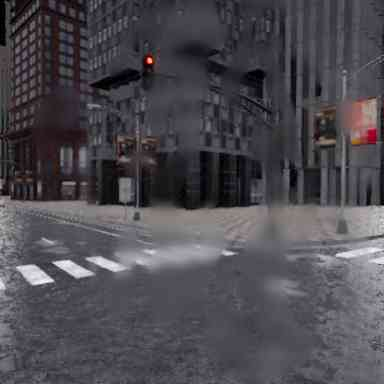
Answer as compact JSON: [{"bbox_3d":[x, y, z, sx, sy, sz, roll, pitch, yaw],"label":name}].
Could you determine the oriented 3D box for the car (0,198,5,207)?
[{"bbox_3d":[-28.635,1.515,48.768,1.812,1.442,4.674,0,0,-36],"label":"car"}]
